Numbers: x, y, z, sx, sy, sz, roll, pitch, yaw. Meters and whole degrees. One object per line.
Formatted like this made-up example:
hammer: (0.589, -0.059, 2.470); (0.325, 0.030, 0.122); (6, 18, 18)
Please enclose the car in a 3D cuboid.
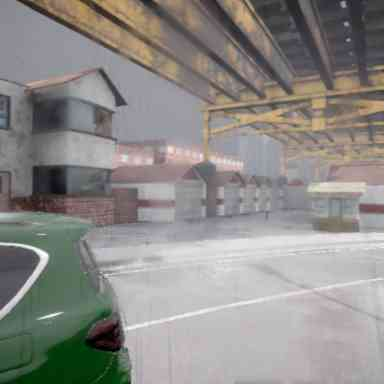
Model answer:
car: (-3.066, 1.191, 1.707); (5.566, 2.045, 2.150); (0, 0, -36)
